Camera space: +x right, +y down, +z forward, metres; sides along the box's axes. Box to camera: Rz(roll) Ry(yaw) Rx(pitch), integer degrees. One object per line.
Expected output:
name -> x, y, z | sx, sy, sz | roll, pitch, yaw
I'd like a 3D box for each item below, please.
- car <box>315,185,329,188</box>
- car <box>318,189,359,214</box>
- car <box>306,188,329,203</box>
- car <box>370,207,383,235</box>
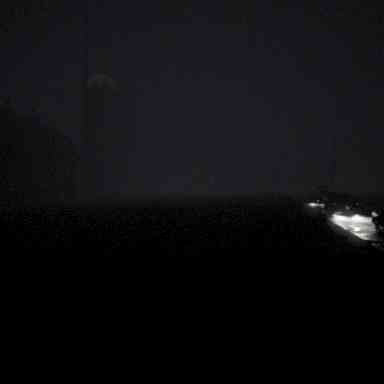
car -> 20.919, -0.089, 53.932 | 2.150, 2.045, 5.566 | 0, 1, 14
car -> 11.347, 0.796, 25.503 | 2.128, 1.511, 4.902 | 0, 1, 13
car -> 14.610, 0.560, 39.501 | 2.033, 1.411, 5.357 | 0, 1, 13
car -> 8.342, 1.127, 12.485 | 2.033, 1.411, 5.357 | 0, 1, 13
